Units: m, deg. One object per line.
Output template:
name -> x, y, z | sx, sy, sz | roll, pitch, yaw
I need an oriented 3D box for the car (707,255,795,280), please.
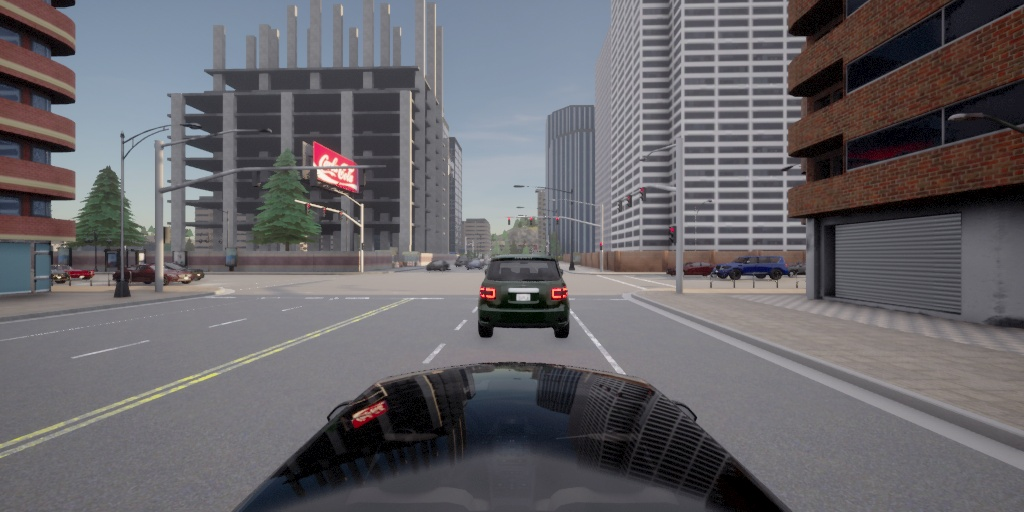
car -> 20.227, 0.971, 30.505 | 5.566, 2.045, 2.150 | 0, 0, 2

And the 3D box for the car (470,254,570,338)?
car -> 0.339, 0.971, 10.313 | 2.150, 2.045, 5.566 | 0, 0, 2

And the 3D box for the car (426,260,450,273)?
car -> -9.189, 1.228, 44.907 | 1.882, 1.535, 5.008 | 0, 0, 6

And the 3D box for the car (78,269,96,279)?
car -> -36.494, 1.351, 28.655 | 4.718, 1.301, 1.895 | 0, 0, 2

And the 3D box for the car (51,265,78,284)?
car -> -34.005, 1.255, 25.071 | 4.892, 1.490, 1.837 | 0, 0, 2

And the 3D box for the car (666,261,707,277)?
car -> 17.312, 1.228, 34.099 | 5.008, 1.535, 1.882 | 0, 0, 2

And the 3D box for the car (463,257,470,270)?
car -> -5.279, 1.275, 51.087 | 1.812, 1.442, 4.674 | 0, 0, 2

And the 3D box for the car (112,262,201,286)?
car -> -24.760, 1.276, 24.769 | 4.674, 1.442, 1.812 | 0, 0, 2

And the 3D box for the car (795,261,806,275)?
car -> 27.242, 1.241, 33.765 | 4.902, 1.511, 2.128 | 0, 0, 2

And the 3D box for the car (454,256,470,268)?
car -> -8.360, 0.972, 61.567 | 2.150, 2.045, 5.566 | 0, 0, 2

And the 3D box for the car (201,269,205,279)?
car -> -27.202, 1.228, 28.350 | 5.008, 1.535, 1.882 | 0, 0, 2
